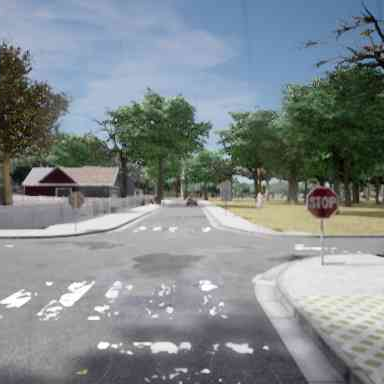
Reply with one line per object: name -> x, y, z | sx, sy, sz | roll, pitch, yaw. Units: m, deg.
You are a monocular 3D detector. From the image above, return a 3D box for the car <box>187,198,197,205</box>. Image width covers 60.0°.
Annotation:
car -> -0.010, 1.858, 68.480 | 1.895, 1.301, 4.718 | 0, 0, 0

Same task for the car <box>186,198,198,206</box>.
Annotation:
car -> -0.011, 1.726, 58.445 | 1.812, 1.442, 4.674 | 0, 0, 0
